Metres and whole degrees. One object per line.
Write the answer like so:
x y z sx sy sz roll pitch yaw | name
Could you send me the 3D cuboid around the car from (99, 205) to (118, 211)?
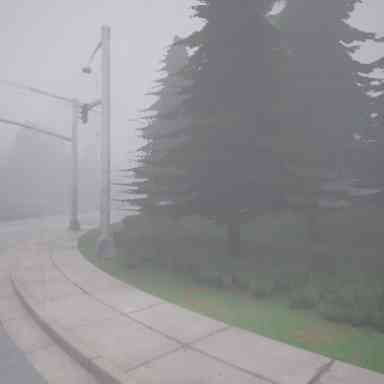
-11.660 2.067 47.869 1.895 1.301 4.718 0 -1 7 | car
